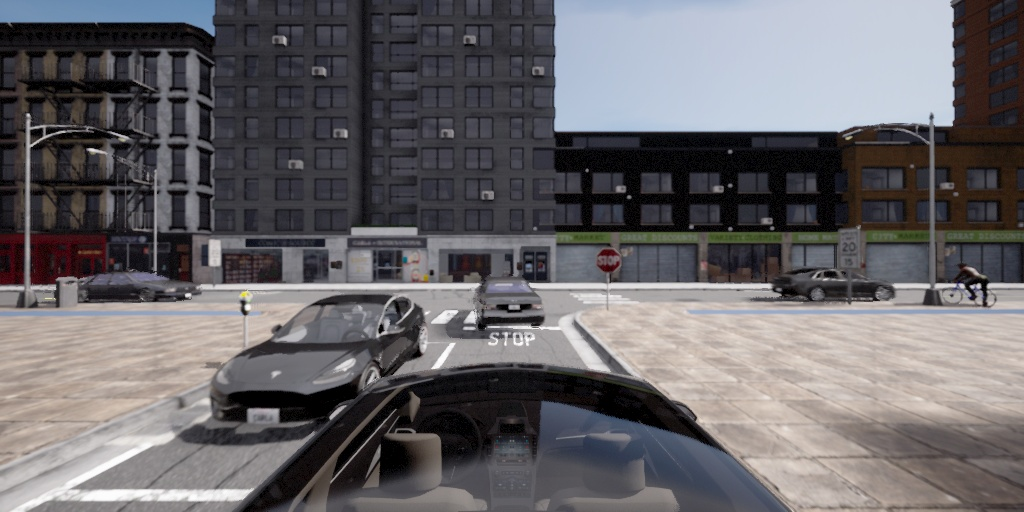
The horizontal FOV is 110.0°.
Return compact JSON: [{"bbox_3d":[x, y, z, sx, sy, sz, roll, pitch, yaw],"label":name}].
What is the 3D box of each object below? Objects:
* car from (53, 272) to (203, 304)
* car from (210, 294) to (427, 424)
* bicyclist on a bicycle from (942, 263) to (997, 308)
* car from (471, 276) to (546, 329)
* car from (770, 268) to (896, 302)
[{"bbox_3d":[-17.645,1.432,16.591,5.357,1.411,2.033,0,0,0],"label":"car"},{"bbox_3d":[-2.637,1.342,5.979,1.948,1.339,4.313,0,0,0],"label":"car"},{"bbox_3d":[17.361,1.096,13.662,0.582,1.620,1.656,0,0,0],"label":"bicyclist on a bicycle"},{"bbox_3d":[-0.287,1.359,11.584,2.033,1.411,5.357,0,0,-8],"label":"car"},{"bbox_3d":[14.739,1.314,16.570,4.892,1.490,1.837,0,0,0],"label":"car"}]
